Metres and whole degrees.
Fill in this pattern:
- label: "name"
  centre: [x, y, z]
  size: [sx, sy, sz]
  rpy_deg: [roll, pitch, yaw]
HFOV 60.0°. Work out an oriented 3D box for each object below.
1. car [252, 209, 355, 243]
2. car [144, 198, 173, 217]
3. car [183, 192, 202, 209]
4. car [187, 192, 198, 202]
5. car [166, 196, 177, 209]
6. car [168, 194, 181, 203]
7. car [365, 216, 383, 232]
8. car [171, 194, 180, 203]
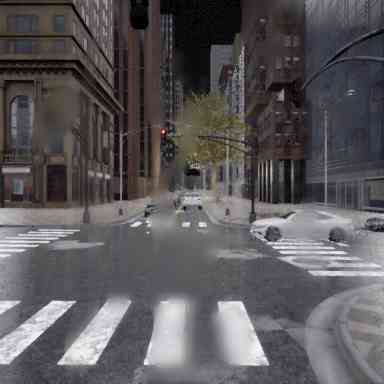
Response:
- label: "car"
  centre: [5.187, 1.556, 15.704]
  size: [4.674, 1.442, 1.812]
  rpy_deg: [1, 0, 0]
- label: "car"
  centre: [-3.134, 1.490, 30.286]
  size: [1.994, 1.385, 4.181]
  rpy_deg: [0, 0, 0]
- label: "car"
  centre: [0.046, 1.060, 43.272]
  size: [2.150, 2.045, 5.566]
  rpy_deg: [0, 0, 0]
- label: "car"
  centre: [0.016, 0.986, 66.188]
  size: [2.097, 1.767, 4.553]
  rpy_deg: [0, 1, 0]
- label: "car"
  centre: [-3.144, 1.470, 39.078]
  size: [1.895, 1.301, 4.718]
  rpy_deg: [0, 0, 0]
- label: "car"
  centre: [-3.119, 1.192, 59.811]
  size: [2.128, 1.511, 4.902]
  rpy_deg: [0, 1, 1]
- label: "car"
  centre: [11.907, 1.632, 18.342]
  size: [4.403, 1.369, 2.008]
  rpy_deg: [0, 0, 0]
- label: "car"
  centre: [-3.153, 1.393, 49.415]
  size: [1.895, 1.301, 4.718]
  rpy_deg: [0, 0, 0]
